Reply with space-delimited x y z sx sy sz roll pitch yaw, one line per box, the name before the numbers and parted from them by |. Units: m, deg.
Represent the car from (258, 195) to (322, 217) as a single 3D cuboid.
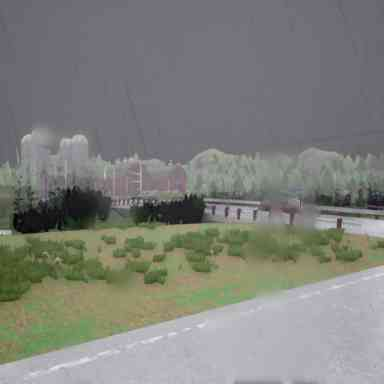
car | 6.915 1.083 23.784 2.097 1.767 4.553 0 2 -34
